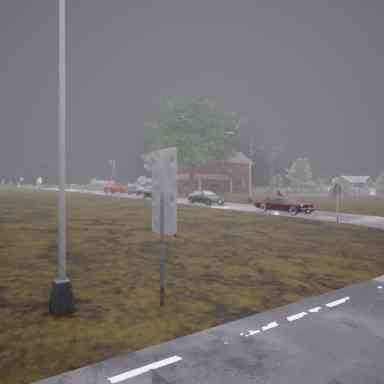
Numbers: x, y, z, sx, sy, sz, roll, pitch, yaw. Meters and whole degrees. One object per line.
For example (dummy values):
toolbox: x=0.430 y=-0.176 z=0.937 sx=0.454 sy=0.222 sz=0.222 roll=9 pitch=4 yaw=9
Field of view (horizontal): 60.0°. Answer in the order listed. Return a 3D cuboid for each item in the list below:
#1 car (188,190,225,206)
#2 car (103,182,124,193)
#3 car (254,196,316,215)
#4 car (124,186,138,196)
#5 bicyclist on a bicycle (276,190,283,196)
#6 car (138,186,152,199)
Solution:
car: x=1.349 y=0.554 z=33.915 sx=1.812 sy=1.442 sz=4.674 roll=0 pitch=2 yaw=-36
car: x=-14.168 y=-0.819 z=60.379 sx=2.150 sy=2.045 sz=5.566 roll=0 pitch=2 yaw=-36
car: x=7.152 y=0.998 z=25.837 sx=1.895 sy=1.301 sz=4.718 roll=0 pitch=2 yaw=-36
car: x=-8.466 y=-0.188 z=52.541 sx=1.812 sy=1.442 sz=4.674 roll=0 pitch=2 yaw=-35
bicyclist on a bicycle: x=8.843 y=0.664 z=33.741 sx=1.656 sy=1.620 sz=0.582 roll=0 pitch=2 yaw=-36
car: x=-4.516 y=0.018 z=42.085 sx=2.097 sy=1.767 sz=4.553 roll=0 pitch=2 yaw=-36
